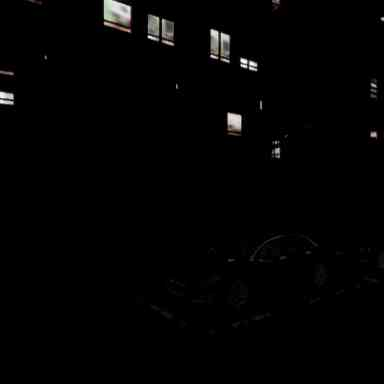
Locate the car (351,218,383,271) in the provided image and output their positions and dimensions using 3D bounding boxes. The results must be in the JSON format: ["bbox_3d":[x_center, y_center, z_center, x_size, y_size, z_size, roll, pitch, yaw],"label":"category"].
[{"bbox_3d":[6.066,1.542,10.885,4.507,1.381,1.887,0,0,-36],"label":"car"}]

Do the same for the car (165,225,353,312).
[{"bbox_3d":[1.478,1.549,7.612,4.403,1.369,2.008,0,0,-36],"label":"car"}]
